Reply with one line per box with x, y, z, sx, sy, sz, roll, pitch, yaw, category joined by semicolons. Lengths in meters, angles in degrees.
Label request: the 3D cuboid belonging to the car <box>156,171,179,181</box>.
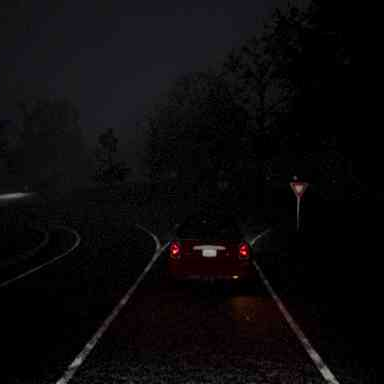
-4.712;-3.292;66.264;5.566;2.045;2.150;4;6;38;car

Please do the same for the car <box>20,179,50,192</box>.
-19.194;-0.841;40.910;2.128;1.511;4.902;0;5;0;car

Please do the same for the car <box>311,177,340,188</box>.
19.064;-1.417;47.660;2.128;1.511;4.902;-1;5;-15;car

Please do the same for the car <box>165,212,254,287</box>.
0.516;1.360;9.709;2.097;1.767;4.553;0;1;3;car
